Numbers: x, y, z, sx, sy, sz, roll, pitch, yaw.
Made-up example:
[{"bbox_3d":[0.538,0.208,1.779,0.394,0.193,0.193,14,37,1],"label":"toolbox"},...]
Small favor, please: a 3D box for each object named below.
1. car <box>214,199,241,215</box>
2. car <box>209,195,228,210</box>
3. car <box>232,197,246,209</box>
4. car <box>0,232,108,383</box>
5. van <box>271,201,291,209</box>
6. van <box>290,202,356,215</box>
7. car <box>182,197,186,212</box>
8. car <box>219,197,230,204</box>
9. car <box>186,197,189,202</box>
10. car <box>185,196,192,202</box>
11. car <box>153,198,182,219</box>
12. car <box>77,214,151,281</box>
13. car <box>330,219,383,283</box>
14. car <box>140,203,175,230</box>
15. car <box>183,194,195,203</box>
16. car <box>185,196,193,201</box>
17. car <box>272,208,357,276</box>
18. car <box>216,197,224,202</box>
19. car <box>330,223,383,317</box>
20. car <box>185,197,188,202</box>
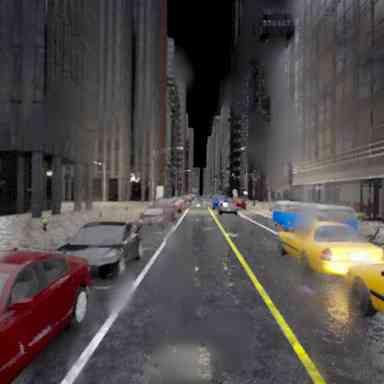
[{"bbox_3d":[3.798,1.742,35.903,1.994,1.385,4.181,1,0,2],"label":"car"},{"bbox_3d":[3.982,1.445,47.090,2.150,2.045,5.566,1,0,1],"label":"car"},{"bbox_3d":[6.785,1.582,49.091,2.192,1.841,5.009,1,0,1],"label":"car"},{"bbox_3d":[-2.715,1.525,4.320,1.887,1.381,4.507,1,0,1],"label":"car"},{"bbox_3d":[6.176,1.496,21.004,1.690,1.788,3.998,1,0,1],"label":"van"},{"bbox_3d":[6.054,1.474,15.387,1.690,1.788,3.998,1,0,1],"label":"van"},{"bbox_3d":[-1.984,1.657,38.022,1.887,1.381,4.507,1,0,1],"label":"car"},{"bbox_3d":[7.364,1.934,75.937,2.008,1.369,4.403,1,0,1],"label":"car"},{"bbox_3d":[-1.741,1.740,49.256,1.802,1.307,4.206,1,0,1],"label":"car"},{"bbox_3d":[-0.917,1.851,87.203,1.752,1.417,4.829,1,0,1],"label":"car"},{"bbox_3d":[-2.225,1.382,26.788,2.192,1.841,5.009,1,0,1],"label":"car"},{"bbox_3d":[-2.594,1.567,9.937,1.947,1.339,4.313,1,0,1],"label":"car"},{"bbox_3d":[5.929,1.662,9.768,2.008,1.369,4.403,1,0,1],"label":"car"},{"bbox_3d":[-2.350,1.627,21.170,1.802,1.307,4.206,1,0,1],"label":"car"},{"bbox_3d":[-1.156,1.589,76.104,2.192,1.841,5.009,1,0,1],"label":"car"},{"bbox_3d":[-0.792,1.897,93.009,1.887,1.381,4.507,1,0,1],"label":"car"},{"bbox_3d":[4.039,1.546,10.585,1.801,1.575,5.366,1,0,1],"label":"car"},{"bbox_3d":[7.731,2.007,92.841,1.887,1.381,4.507,1,0,1],"label":"car"},{"bbox_3d":[3.941,1.523,4.586,1.801,1.575,5.366,1,0,1],"label":"car"},{"bbox_3d":[-1.863,1.717,43.638,1.802,1.307,4.206,1,0,1],"label":"car"}]
